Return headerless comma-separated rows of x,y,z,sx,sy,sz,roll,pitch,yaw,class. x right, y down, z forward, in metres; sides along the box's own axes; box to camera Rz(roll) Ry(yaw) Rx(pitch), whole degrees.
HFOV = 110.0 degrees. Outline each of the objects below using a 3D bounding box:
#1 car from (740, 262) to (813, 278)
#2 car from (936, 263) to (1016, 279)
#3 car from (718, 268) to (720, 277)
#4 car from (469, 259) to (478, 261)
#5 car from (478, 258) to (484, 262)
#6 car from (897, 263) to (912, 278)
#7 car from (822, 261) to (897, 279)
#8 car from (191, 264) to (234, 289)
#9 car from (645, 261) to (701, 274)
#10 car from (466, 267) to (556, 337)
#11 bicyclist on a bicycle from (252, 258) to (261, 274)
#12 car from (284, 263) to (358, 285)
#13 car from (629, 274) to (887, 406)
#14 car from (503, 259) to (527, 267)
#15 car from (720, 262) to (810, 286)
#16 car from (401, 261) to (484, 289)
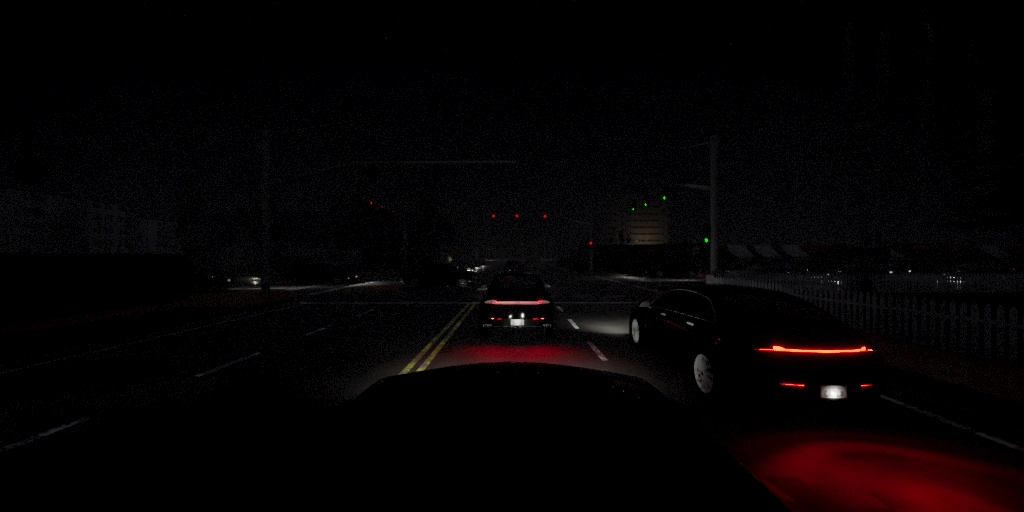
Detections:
24.675,1.297,33.576,5.357,1.411,2.033,0,0,-1,car
38.889,1.276,30.322,4.674,1.442,1.812,0,0,-1,car
19.629,1.241,29.981,4.902,1.511,2.128,0,0,-1,car
-6.751,1.275,54.140,1.812,1.442,4.674,0,0,1,car
-6.643,1.314,64.183,1.994,1.385,4.181,0,0,1,car
34.499,1.241,33.751,4.902,1.511,2.128,0,0,-1,car
28.890,1.276,30.144,4.674,1.442,1.812,0,0,-1,car
-20.020,1.241,22.201,4.902,1.511,2.128,0,0,-1,car
14.936,1.255,33.460,4.892,1.490,1.837,0,0,1,car
0.134,1.241,10.289,2.128,1.511,4.902,0,0,0,car
-26.157,1.051,36.812,0.582,1.620,1.656,0,0,-3,bicyclist on a bicycle
-13.704,1.255,25.905,4.892,1.490,1.837,0,0,-2,car
3.589,1.255,6.383,1.837,1.490,4.892,0,0,1,car
0.185,1.255,38.925,1.837,1.490,4.892,2,0,9,car
16.171,1.275,22.723,4.674,1.442,1.812,0,0,-1,car
-4.453,1.255,22.568,4.892,1.490,1.837,0,0,0,car
